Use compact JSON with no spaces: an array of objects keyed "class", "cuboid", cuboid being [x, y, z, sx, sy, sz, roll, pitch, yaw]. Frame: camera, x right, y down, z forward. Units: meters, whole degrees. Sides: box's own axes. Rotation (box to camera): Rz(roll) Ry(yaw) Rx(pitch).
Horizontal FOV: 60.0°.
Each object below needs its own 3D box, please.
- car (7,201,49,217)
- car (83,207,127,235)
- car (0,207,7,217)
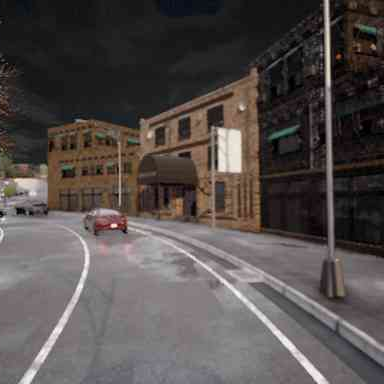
[{"class":"car","cuboid":[-15.939,1.611,32.826,4.902,1.511,2.128,-1,-1,41]},{"class":"car","cuboid":[-5.071,1.587,19.278,1.812,1.442,4.674,0,0,-27]},{"class":"car","cuboid":[-19.510,1.715,31.450,5.357,1.411,2.033,-1,-1,38]}]
